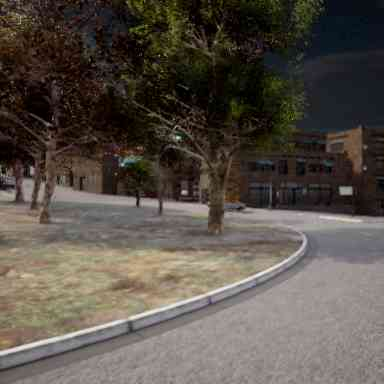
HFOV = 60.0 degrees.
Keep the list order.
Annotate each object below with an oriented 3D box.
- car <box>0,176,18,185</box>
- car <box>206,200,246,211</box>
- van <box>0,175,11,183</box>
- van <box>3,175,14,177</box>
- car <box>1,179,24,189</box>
[{"bbox_3d":[-43.919,-2.689,77.476,2.435,2.045,5.566,6,4,34],"label":"car"},{"bbox_3d":[4.220,1.573,41.466,2.033,1.411,5.357,0,2,-43],"label":"car"},{"bbox_3d":[-47.570,-3.206,82.290,1.878,1.987,4.442,7,4,34],"label":"van"},{"bbox_3d":[-42.049,-2.395,75.161,1.878,1.987,4.442,6,4,34],"label":"van"},{"bbox_3d":[-36.738,-1.351,67.745,2.231,1.521,4.892,6,4,34],"label":"car"}]
